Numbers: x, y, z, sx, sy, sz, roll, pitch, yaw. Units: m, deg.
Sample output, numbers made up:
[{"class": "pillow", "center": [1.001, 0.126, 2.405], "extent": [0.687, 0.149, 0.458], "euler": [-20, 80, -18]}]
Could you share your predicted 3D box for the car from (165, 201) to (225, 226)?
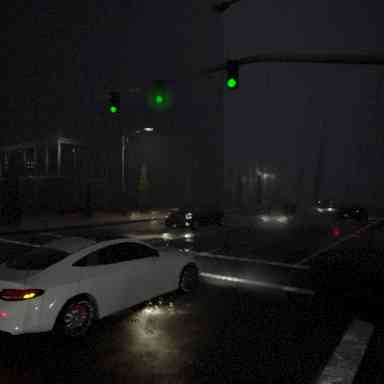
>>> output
[{"class": "car", "center": [0.268, 1.421, 21.465], "extent": [2.097, 1.767, 4.553], "euler": [0, 0, 36]}]

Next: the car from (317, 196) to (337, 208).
[{"class": "car", "center": [19.745, 1.460, 48.219], "extent": [2.097, 1.767, 4.553], "euler": [0, 0, 36]}]

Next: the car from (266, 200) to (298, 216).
[{"class": "car", "center": [9.134, 1.534, 33.713], "extent": [1.882, 1.535, 5.008], "euler": [0, 0, 36]}]

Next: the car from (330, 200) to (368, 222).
[{"class": "car", "center": [12.861, 1.566, 26.758], "extent": [1.812, 1.442, 4.674], "euler": [0, 0, 36]}]

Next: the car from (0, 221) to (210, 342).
[{"class": "car", "center": [-1.697, 1.557, 6.636], "extent": [1.812, 1.442, 4.674], "euler": [0, 0, 36]}]
